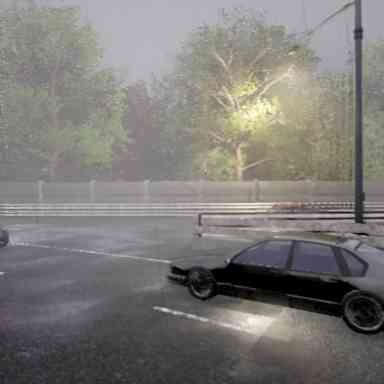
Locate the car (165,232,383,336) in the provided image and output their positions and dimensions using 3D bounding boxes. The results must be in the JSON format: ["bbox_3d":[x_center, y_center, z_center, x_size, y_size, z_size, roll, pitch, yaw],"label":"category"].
[{"bbox_3d":[2.045,1.525,6.611,5.357,1.411,2.033,0,0,34],"label":"car"}]

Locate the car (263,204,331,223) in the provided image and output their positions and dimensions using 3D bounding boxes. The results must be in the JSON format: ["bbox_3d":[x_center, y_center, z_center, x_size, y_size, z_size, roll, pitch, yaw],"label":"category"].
[{"bbox_3d":[5.131,1.458,18.667,5.008,1.535,1.882,-2,0,-3],"label":"car"}]

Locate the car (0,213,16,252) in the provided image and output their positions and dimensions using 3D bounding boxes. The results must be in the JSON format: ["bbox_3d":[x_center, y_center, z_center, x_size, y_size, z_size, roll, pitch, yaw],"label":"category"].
[{"bbox_3d":[-9.286,1.575,13.283,4.181,1.385,1.994,0,0,28],"label":"car"}]

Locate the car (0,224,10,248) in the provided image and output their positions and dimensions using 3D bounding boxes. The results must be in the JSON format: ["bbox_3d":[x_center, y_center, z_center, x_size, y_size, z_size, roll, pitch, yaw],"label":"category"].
[{"bbox_3d":[-6.712,1.362,7.909,4.553,1.767,2.097,0,0,30],"label":"car"}]
